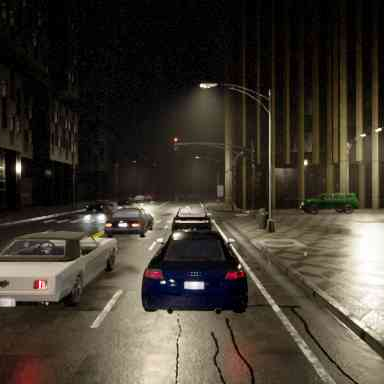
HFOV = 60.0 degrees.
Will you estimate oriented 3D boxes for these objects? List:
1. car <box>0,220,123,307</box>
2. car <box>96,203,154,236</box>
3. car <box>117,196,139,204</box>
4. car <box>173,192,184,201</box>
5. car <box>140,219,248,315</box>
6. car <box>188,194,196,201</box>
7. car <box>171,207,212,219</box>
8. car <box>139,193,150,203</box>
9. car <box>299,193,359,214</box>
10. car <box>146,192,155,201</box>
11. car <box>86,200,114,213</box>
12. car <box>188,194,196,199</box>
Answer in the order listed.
[{"bbox_3d":[-3.150,1.597,7.902,1.895,1.301,4.718,0,0,0],"label":"car"},{"bbox_3d":[-3.158,1.531,17.493,2.033,1.411,5.357,0,0,0],"label":"car"},{"bbox_3d":[-9.864,1.447,50.129,2.033,1.411,5.357,0,0,0],"label":"car"},{"bbox_3d":[-3.276,1.296,75.032,1.837,1.490,4.892,0,0,0],"label":"car"},{"bbox_3d":[0.083,1.560,7.682,1.994,1.385,4.181,0,0,1],"label":"car"},{"bbox_3d":[-0.026,1.336,75.033,2.033,1.411,5.357,0,0,0],"label":"car"},{"bbox_3d":[-0.007,1.477,16.556,2.128,1.511,4.902,0,0,0],"label":"car"},{"bbox_3d":[-9.824,1.396,63.480,2.033,1.411,5.357,0,0,0],"label":"car"},{"bbox_3d":[13.556,1.110,33.029,5.566,2.045,2.150,0,0,2],"label":"car"},{"bbox_3d":[-9.777,1.019,76.061,2.150,2.045,5.566,0,0,0],"label":"car"},{"bbox_3d":[-9.864,1.546,35.758,1.895,1.301,4.718,0,0,0],"label":"car"},{"bbox_3d":[-0.030,1.192,85.485,1.895,1.301,4.718,0,0,0],"label":"car"}]
